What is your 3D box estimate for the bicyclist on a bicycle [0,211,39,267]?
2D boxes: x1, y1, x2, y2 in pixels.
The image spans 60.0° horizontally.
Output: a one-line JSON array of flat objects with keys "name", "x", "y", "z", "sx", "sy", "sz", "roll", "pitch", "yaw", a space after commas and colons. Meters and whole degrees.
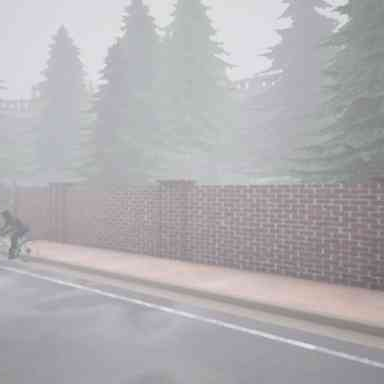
[{"name": "bicyclist on a bicycle", "x": -5.301, "y": 1.364, "z": 9.812, "sx": 0.582, "sy": 1.620, "sz": 1.656, "roll": 0, "pitch": 2, "yaw": 34}]
